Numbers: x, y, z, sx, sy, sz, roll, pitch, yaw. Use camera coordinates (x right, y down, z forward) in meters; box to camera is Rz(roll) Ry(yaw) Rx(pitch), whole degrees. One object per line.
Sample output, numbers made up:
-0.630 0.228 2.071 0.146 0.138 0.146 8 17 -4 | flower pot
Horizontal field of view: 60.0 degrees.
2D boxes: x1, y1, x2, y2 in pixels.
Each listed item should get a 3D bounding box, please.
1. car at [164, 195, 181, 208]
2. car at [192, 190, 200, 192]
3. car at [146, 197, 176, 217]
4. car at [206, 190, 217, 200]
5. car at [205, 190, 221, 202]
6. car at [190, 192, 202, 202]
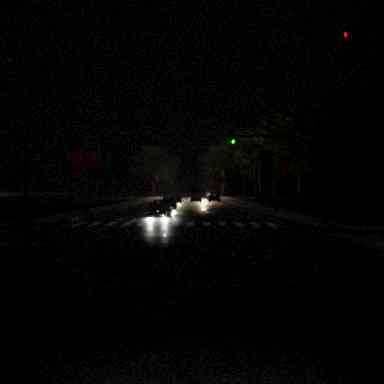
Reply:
-2.738 1.235 39.719 2.128 1.511 4.902 0 0 0 | car
0.795 0.588 70.074 2.150 2.045 5.566 0 0 0 | car
-2.796 1.378 29.372 1.994 1.385 4.181 0 0 1 | car
4.045 0.585 70.053 2.150 2.045 5.566 0 0 0 | car
3.981 0.948 59.988 2.097 1.767 4.553 0 0 0 | car
0.732 1.164 60.040 1.994 1.385 4.181 0 0 0 | car
